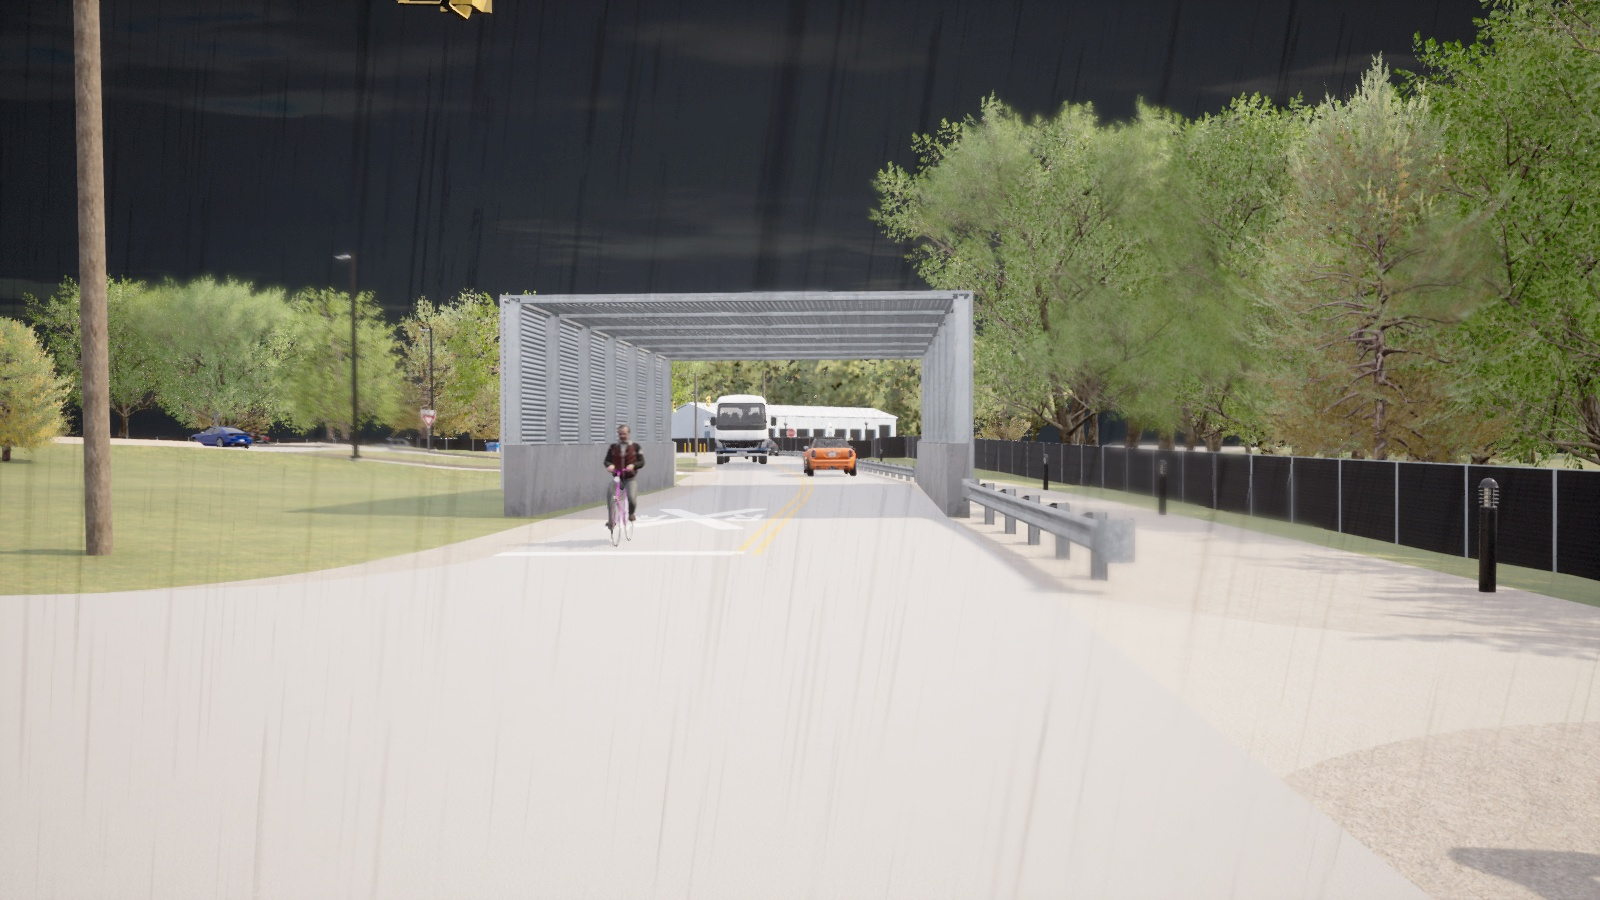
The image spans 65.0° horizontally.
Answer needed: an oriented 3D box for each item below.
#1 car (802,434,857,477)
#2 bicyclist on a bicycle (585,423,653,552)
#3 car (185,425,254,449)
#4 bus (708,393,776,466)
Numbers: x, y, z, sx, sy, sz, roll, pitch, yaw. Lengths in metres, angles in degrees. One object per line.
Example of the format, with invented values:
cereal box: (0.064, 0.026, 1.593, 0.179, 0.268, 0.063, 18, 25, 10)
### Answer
car: (1.250, 0.213, 54.893, 2.097, 1.767, 4.553, 0, 0, -2)
bicyclist on a bicycle: (-2.603, 0.508, 18.227, 0.659, 1.776, 1.843, 0, 0, 2)
car: (-39.367, -0.877, 85.143, 5.008, 1.535, 1.882, 1, -2, 34)
bus: (-3.688, -1.266, 78.700, 3.944, 4.253, 10.273, 0, 0, -3)
